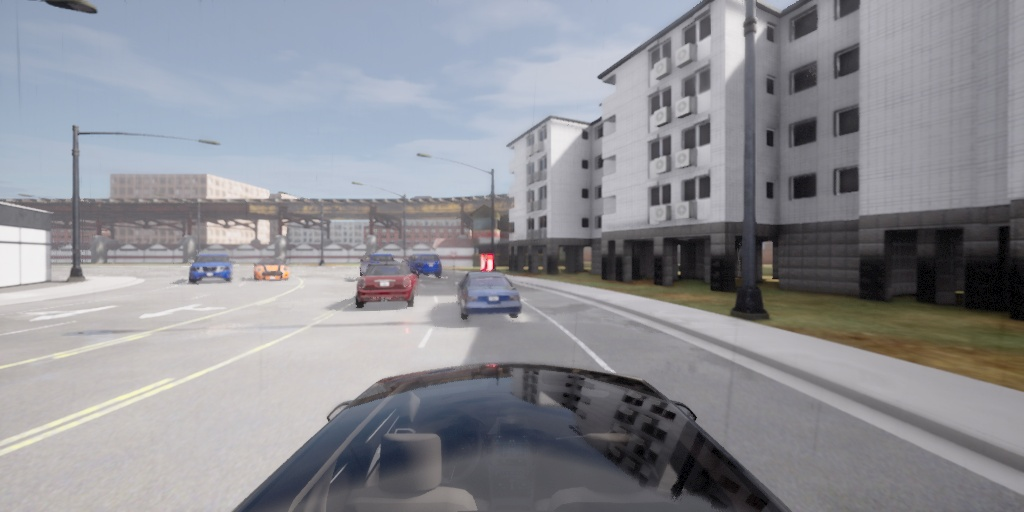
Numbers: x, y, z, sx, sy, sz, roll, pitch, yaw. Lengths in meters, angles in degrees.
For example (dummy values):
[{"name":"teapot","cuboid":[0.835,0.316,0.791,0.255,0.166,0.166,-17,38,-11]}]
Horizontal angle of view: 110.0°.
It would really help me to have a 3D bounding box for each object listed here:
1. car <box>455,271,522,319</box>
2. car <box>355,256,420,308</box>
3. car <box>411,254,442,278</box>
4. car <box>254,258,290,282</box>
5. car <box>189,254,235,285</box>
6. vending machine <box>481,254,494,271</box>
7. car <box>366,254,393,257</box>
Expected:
[{"name":"car","cuboid":[-0.966,1.240,12.606,2.033,1.411,5.357,0,0,-10]},{"name":"car","cuboid":[-5.112,1.032,15.103,2.097,1.767,4.553,0,0,-13]},{"name":"car","cuboid":[-7.716,0.821,30.556,2.150,2.045,5.566,0,1,-30]},{"name":"car","cuboid":[-18.425,0.966,27.484,2.097,1.767,4.553,0,1,-36]},{"name":"car","cuboid":[-21.290,0.849,25.622,2.150,2.045,5.566,0,0,-36]},{"name":"vending machine","cuboid":[-2.271,0.779,33.130,1.100,2.100,0.880,0,0,-30]},{"name":"car","cuboid":[-10.933,0.829,29.151,2.150,2.045,5.566,0,0,-31]}]
